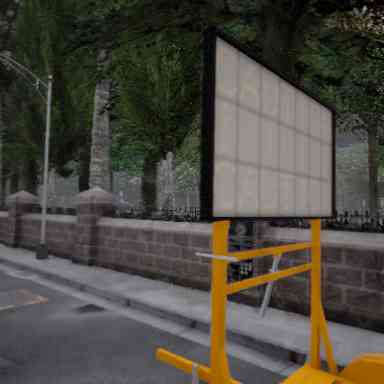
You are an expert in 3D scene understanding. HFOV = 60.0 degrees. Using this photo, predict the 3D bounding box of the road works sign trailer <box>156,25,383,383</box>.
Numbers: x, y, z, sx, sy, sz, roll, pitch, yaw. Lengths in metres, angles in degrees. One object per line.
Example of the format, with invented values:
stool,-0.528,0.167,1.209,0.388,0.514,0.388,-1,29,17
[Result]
road works sign trailer,0.683,0.657,3.210,2.880,3.560,2.380,-1,-4,42
